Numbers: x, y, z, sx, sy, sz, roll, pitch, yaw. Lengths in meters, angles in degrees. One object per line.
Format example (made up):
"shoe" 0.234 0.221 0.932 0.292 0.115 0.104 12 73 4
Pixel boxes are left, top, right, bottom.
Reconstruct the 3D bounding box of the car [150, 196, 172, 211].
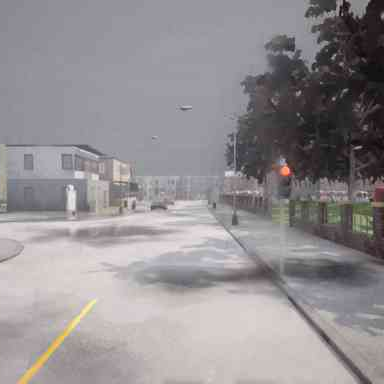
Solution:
"car" -4.062 1.547 42.011 2.033 1.411 5.357 0 0 0

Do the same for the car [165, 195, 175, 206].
"car" -4.036 1.352 56.191 2.097 1.767 4.553 0 0 0
